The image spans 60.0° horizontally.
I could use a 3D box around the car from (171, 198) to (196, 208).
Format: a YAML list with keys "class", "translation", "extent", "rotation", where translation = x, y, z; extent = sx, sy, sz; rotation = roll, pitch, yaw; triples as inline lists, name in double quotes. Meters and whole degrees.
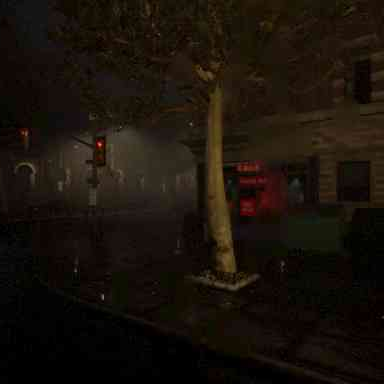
- class: "car"
  translation: [-1.394, 1.547, 48.297]
  extent: [2.033, 1.411, 5.357]
  rotation: [0, 0, 36]

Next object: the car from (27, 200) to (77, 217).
- class: "car"
  translation: [-13.359, 1.525, 31.940]
  extent: [1.812, 1.442, 4.674]
  rotation: [0, 0, 36]

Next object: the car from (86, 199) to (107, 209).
- class: "car"
  translation: [-11.944, 1.595, 45.158]
  extent: [1.895, 1.301, 4.718]
  rotation: [0, 0, 36]

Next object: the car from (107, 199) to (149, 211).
- class: "car"
  translation: [-7.466, 1.601, 40.018]
  extent: [1.895, 1.301, 4.718]
  rotation: [0, 0, 36]
